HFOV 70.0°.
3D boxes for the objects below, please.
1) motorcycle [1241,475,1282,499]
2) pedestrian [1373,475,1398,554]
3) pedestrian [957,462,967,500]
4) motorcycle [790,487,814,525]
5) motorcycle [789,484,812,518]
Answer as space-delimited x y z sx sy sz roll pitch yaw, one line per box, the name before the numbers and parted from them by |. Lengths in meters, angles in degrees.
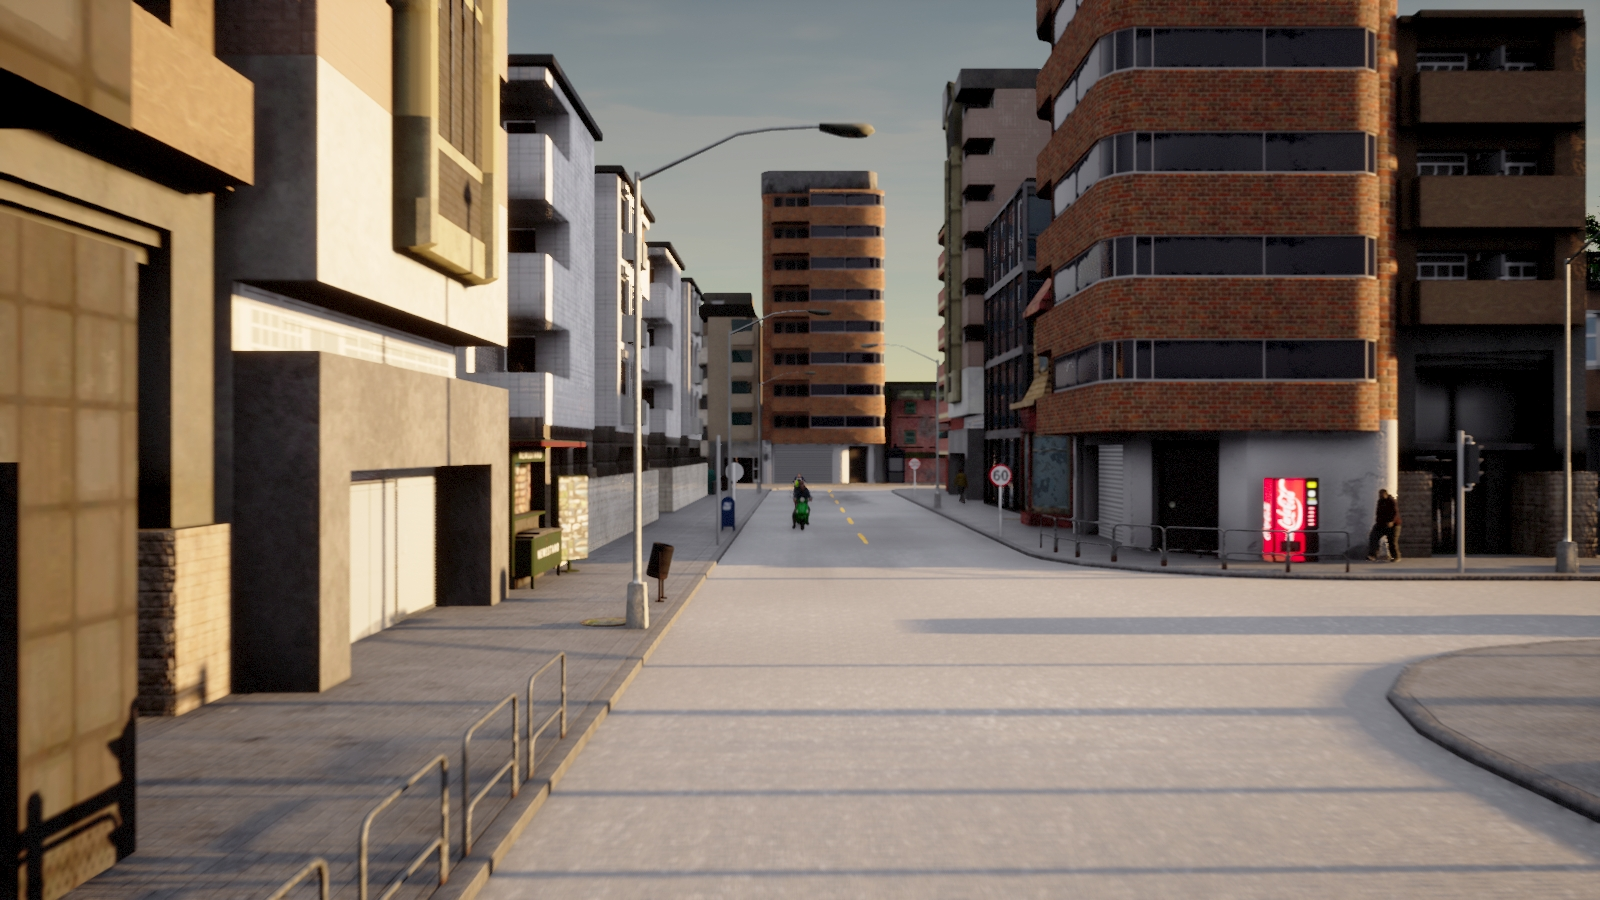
motorcycle | 24.402 1.962 60.421 1.805 1.236 0.856 0 0 2
pedestrian | 13.850 1.516 27.040 0.375 1.860 0.375 0 0 -18
pedestrian | 7.992 1.523 56.359 0.375 1.860 0.375 0 0 -8
motorcycle | 0.069 1.962 40.363 0.856 1.236 1.805 0 0 0
motorcycle | 0.026 1.962 44.401 0.856 1.236 1.805 0 0 0
